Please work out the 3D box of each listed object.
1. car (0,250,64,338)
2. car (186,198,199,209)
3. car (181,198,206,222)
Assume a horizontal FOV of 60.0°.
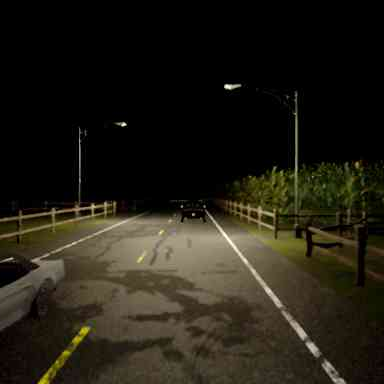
[{"bbox_3d":[-3.590,1.611,4.694,1.895,1.301,4.718,0,0,0],"label":"car"},{"bbox_3d":[0.112,1.669,49.428,1.812,1.442,4.674,0,0,0],"label":"car"},{"bbox_3d":[0.107,1.548,27.411,1.882,1.535,5.008,0,0,0],"label":"car"}]
